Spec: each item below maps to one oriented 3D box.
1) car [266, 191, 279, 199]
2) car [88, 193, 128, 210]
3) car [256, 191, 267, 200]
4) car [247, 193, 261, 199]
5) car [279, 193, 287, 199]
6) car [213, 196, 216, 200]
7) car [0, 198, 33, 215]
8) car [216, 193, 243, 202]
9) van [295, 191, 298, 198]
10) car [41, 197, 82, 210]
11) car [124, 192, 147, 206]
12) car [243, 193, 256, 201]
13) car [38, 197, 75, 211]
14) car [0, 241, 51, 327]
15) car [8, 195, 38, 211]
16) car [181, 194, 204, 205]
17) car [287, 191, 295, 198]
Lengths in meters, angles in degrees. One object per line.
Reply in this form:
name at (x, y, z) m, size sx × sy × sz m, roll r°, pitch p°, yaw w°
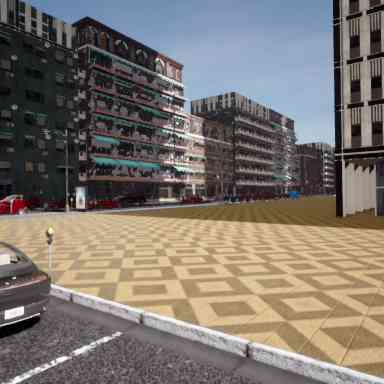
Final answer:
car at (16.419, 0.740, 72.664) m, size 2.192 × 1.841 × 5.009 m, roll -1°, pitch 0°, yaw 36°
car at (-9.598, 1.186, 36.909) m, size 1.967 × 1.590 × 4.097 m, roll -1°, pitch 0°, yaw 36°
car at (13.169, 1.046, 68.194) m, size 1.802 × 1.307 × 4.206 m, roll -1°, pitch 0°, yaw 36°
car at (16.152, 1.040, 86.534) m, size 1.947 × 1.339 × 4.313 m, roll -1°, pitch 0°, yaw 36°
car at (19.674, 0.938, 77.133) m, size 2.008 × 1.369 × 4.403 m, roll -1°, pitch 0°, yaw 36°
car at (6.393, 1.028, 73.126) m, size 1.967 × 1.590 × 4.097 m, roll -1°, pitch 0°, yaw 36°
car at (-16.102, 1.413, 27.970) m, size 1.802 × 1.307 × 4.206 m, roll -1°, pitch 0°, yaw 36°
car at (6.664, 1.093, 59.256) m, size 2.008 × 1.369 × 4.403 m, roll -1°, pitch 0°, yaw 36°
van at (26.177, 0.654, 86.072) m, size 1.690 × 1.788 × 3.998 m, roll -1°, pitch 0°, yaw 36°
car at (-16.372, 1.415, 41.842) m, size 1.887 × 1.381 × 4.507 m, roll -1°, pitch 0°, yaw 36°
car at (-8.954, 0.985, 47.643) m, size 2.150 × 2.045 × 5.566 m, roll -1°, pitch 0°, yaw 36°
car at (9.917, 1.048, 63.725) m, size 1.887 × 1.381 × 4.507 m, roll -1°, pitch 0°, yaw 36°
car at (-15.101, 1.368, 39.199) m, size 1.812 × 1.442 × 4.674 m, roll -1°, pitch 0°, yaw 36°
car at (-4.392, 1.553, 6.199) m, size 4.403 × 1.369 × 2.008 m, roll 0°, pitch -1°, yaw 36°
car at (-19.627, 1.228, 37.372) m, size 2.192 × 1.841 × 5.009 m, roll -1°, pitch 0°, yaw 36°
car at (0.158, 1.062, 50.317) m, size 1.967 × 1.590 × 4.097 m, roll -1°, pitch 0°, yaw 36°
car at (22.927, 0.932, 81.603) m, size 1.802 × 1.307 × 4.206 m, roll -1°, pitch 0°, yaw 36°
